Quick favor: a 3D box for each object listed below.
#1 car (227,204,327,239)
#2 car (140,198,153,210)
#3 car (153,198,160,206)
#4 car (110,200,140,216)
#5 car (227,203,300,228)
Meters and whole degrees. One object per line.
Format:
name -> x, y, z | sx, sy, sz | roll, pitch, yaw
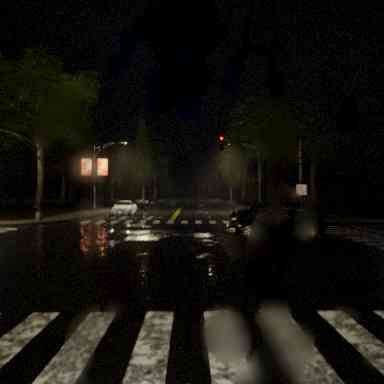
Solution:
car -> 4.206, 1.496, 16.774 | 4.892, 1.490, 1.837 | 0, 0, 0
car -> -6.600, 1.680, 43.054 | 1.895, 1.301, 4.718 | 0, 0, 0
car -> -6.585, 1.672, 56.630 | 1.812, 1.442, 4.674 | 0, 0, 0
car -> -6.601, 1.572, 32.732 | 1.812, 1.442, 4.674 | 0, 0, 0
car -> 4.914, 1.543, 23.202 | 4.674, 1.442, 1.812 | 0, 1, 42
